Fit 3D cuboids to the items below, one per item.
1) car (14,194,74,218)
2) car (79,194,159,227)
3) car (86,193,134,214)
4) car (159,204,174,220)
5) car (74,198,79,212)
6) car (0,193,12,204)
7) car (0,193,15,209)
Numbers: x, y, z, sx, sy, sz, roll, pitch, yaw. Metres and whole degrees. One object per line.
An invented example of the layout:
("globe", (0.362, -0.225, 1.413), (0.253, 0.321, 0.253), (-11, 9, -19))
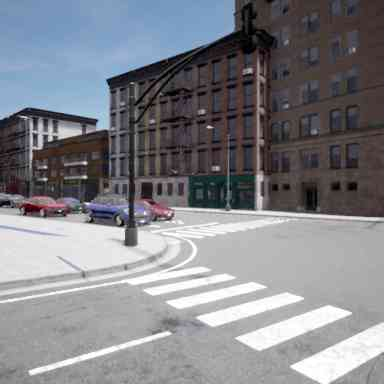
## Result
("car", (-11.741, 1.115, 26.232), (5.008, 1.535, 1.882), (1, 0, 39))
("car", (-4.586, 1.084, 20.593), (4.553, 1.767, 2.097), (1, 0, 39))
("car", (-7.857, 1.013, 31.688), (4.553, 1.767, 2.097), (1, 0, 39))
("car", (-3.375, 1.260, 23.842), (4.674, 1.442, 1.812), (1, 0, 38))
("car", (-11.155, 1.196, 29.923), (4.181, 1.385, 1.994), (1, 0, 39))
("car", (-28.678, 0.897, 49.191), (5.008, 1.535, 1.882), (1, 0, 42))
("car", (-19.748, 1.020, 36.958), (4.902, 1.511, 2.128), (1, 0, 40))
